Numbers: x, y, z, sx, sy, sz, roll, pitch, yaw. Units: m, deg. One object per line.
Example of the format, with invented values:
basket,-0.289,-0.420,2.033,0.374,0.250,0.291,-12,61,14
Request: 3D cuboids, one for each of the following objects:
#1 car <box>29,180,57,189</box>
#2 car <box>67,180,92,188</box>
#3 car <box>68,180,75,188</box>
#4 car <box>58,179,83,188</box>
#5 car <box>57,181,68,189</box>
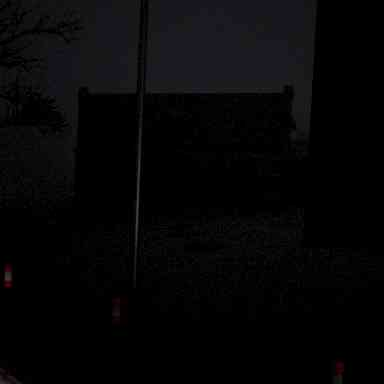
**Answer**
car,-28.602,-1.555,62.866,4.553,1.767,2.185,3,3,20
car,-24.826,-1.714,73.237,4.892,1.521,2.231,3,3,20
car,-26.728,-1.530,68.059,4.674,1.452,2.002,3,3,20
car,-25.740,-1.765,70.628,4.553,1.767,2.185,3,3,20
car,-27.687,-1.499,65.475,5.008,1.535,2.097,3,3,20
